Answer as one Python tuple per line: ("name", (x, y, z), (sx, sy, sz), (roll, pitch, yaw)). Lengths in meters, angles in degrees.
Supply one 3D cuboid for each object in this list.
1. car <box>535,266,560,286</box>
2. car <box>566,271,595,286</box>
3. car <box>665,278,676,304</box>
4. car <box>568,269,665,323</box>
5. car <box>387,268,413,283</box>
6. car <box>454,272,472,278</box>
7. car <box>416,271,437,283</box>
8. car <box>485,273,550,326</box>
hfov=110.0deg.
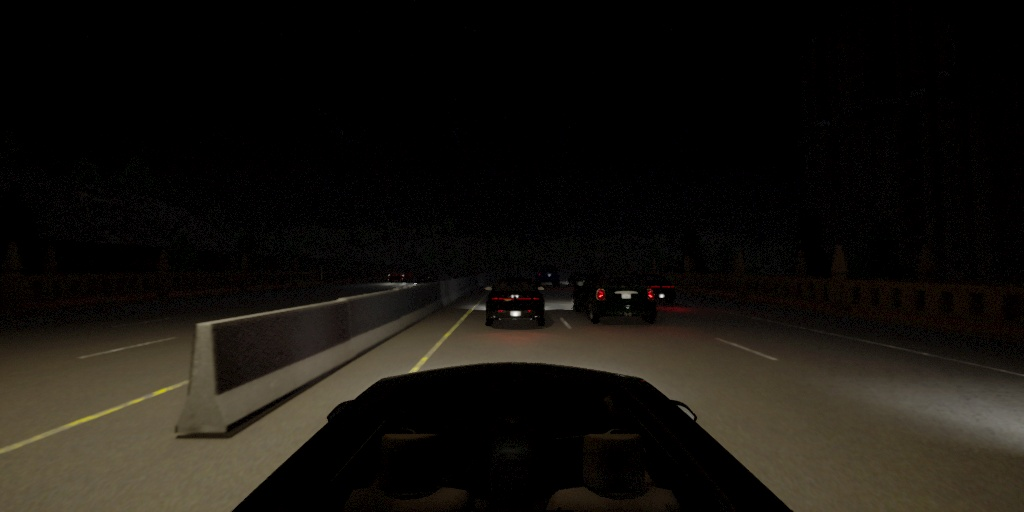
("car", (3.603, 2.025, 37.125), (2.150, 2.045, 5.566), (0, -2, 0))
("car", (7.103, 2.320, 37.863), (2.128, 1.511, 4.902), (0, -2, 0))
("car", (7.102, 1.714, 19.424), (1.837, 1.490, 4.892), (0, -2, 0))
("car", (3.600, 1.359, 13.407), (2.097, 1.767, 4.553), (0, -2, 0))
("car", (-14.031, 2.427, 45.256), (2.097, 1.767, 4.553), (0, -2, 1))
("car", (-6.958, 2.869, 50.978), (1.895, 1.301, 4.718), (0, -2, 2))
("car", (-10.557, 2.586, 44.804), (1.812, 1.442, 4.674), (0, -2, 0))
("car", (0.101, 1.487, 12.727), (1.837, 1.490, 4.892), (0, -2, 0))
